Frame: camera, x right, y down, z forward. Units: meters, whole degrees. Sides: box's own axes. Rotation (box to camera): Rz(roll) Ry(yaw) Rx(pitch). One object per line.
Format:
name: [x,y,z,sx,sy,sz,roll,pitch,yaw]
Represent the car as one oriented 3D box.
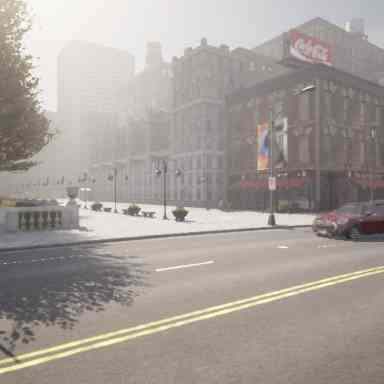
car: [8.389,1.352,16.926,4.553,1.767,2.097,0,0,-24]
